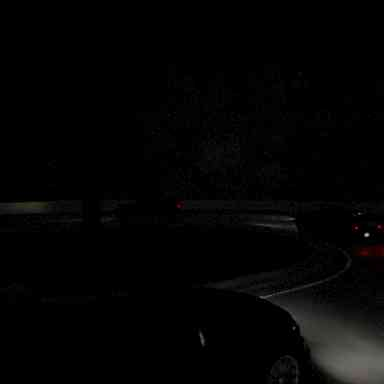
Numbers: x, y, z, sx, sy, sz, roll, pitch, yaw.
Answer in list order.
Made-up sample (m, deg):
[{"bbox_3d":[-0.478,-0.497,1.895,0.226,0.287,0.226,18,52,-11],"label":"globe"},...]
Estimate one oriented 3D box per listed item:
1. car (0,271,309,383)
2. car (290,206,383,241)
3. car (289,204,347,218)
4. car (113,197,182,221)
[{"bbox_3d":[-0.857,1.529,3.137,4.674,1.442,1.812,0,0,-37],"label":"car"},{"bbox_3d":[7.371,1.654,17.277,1.895,1.301,4.718,0,0,-15],"label":"car"},{"bbox_3d":[10.265,1.624,25.626,2.033,1.411,5.357,0,0,-44],"label":"car"},{"bbox_3d":[-3.602,1.264,27.398,5.566,2.045,2.150,0,-1,-5],"label":"car"}]
